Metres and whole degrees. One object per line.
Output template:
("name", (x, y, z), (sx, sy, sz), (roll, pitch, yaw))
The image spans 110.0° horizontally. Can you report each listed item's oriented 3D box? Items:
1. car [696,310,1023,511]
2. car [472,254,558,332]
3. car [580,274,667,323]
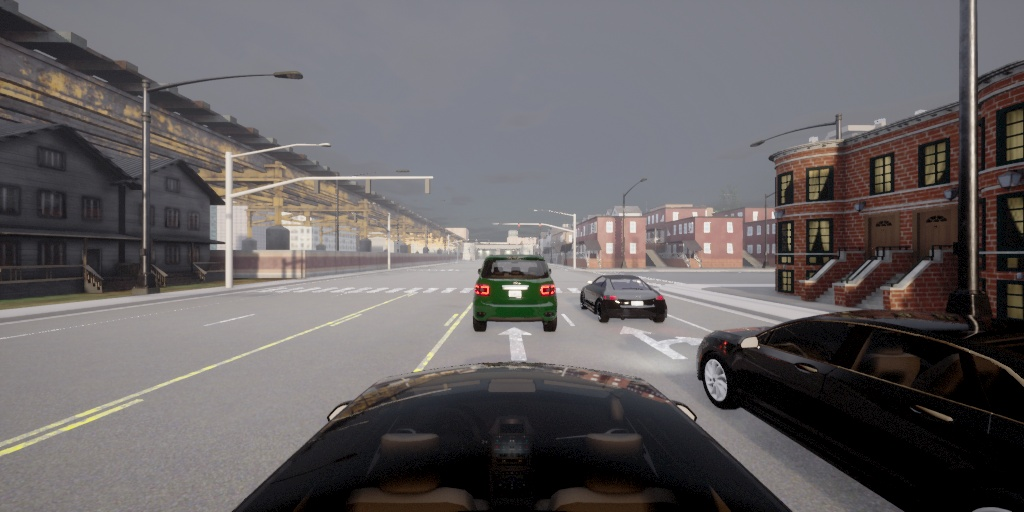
("car", (3.599, 1.255, 3.279), (1.837, 1.490, 4.892), (0, 0, 0))
("car", (0.083, 0.971, 11.021), (2.150, 2.045, 5.566), (0, 0, 0))
("car", (3.582, 1.314, 12.192), (1.994, 1.385, 4.181), (0, 0, 1))
